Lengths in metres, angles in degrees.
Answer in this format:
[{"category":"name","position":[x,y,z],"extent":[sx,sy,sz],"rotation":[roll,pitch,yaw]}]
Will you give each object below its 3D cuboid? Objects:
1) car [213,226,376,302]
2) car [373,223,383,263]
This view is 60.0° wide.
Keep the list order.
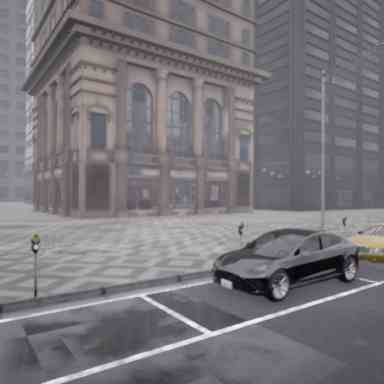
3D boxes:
[{"category":"car","position":[2.527,1.634,8.449],"extent":[4.313,1.339,1.947],"rotation":[1,-1,-35]},{"category":"car","position":[6.983,1.648,11.624],"extent":[4.829,1.417,1.752],"rotation":[1,-1,-35]}]
